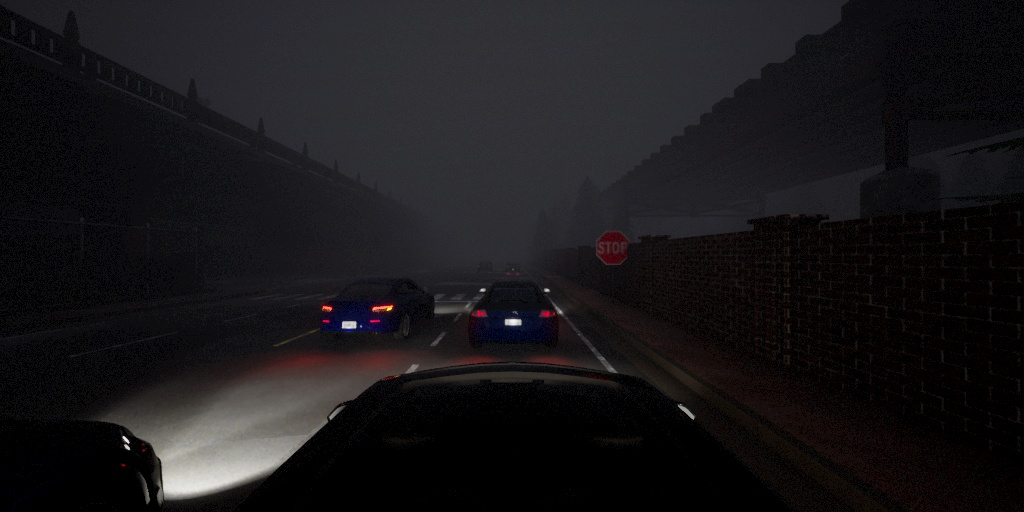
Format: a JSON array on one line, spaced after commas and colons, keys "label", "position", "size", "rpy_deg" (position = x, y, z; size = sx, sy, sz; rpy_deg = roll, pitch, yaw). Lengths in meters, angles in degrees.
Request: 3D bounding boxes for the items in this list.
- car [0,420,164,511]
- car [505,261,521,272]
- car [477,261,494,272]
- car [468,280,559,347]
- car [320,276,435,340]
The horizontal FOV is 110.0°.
[{"label": "car", "position": [-3.398, 1.314, 0.709], "size": [1.994, 1.385, 4.181], "rpy_deg": [0, 0, 0]}, {"label": "car", "position": [0.097, 1.351, 46.101], "size": [1.895, 1.301, 4.718], "rpy_deg": [0, 0, -1]}, {"label": "car", "position": [-3.398, 1.297, 45.932], "size": [2.033, 1.411, 5.357], "rpy_deg": [0, 0, -1]}, {"label": "car", "position": [0.069, 1.314, 9.283], "size": [1.994, 1.385, 4.181], "rpy_deg": [0, 0, 1]}, {"label": "car", "position": [-3.413, 1.276, 9.805], "size": [1.812, 1.442, 4.674], "rpy_deg": [0, 0, 0]}]
